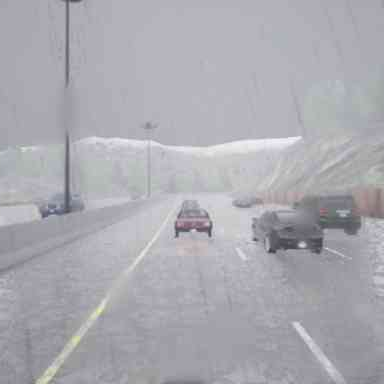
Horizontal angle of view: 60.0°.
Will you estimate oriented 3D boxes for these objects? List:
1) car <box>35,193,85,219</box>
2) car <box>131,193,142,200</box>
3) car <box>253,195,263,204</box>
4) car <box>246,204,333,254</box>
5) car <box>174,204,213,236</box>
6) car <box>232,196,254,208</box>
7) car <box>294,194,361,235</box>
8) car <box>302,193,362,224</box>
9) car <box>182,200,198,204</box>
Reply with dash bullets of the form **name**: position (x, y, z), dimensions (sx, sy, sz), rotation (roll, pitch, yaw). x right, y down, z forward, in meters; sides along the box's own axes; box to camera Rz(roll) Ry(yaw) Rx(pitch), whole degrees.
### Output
- **car**: position (-10.807, 1.091, 28.274), dimensions (2.150, 2.045, 5.566), rotation (0, 0, -1)
- **car**: position (-11.732, 0.997, 71.010), dimensions (1.837, 1.490, 4.892), rotation (0, 0, -1)
- **car**: position (9.826, 1.303, 52.074), dimensions (1.837, 1.490, 4.892), rotation (0, 1, -1)
- **car**: position (3.592, 1.456, 13.268), dimensions (1.837, 1.490, 4.892), rotation (0, 1, 0)
- **car**: position (0.049, 1.526, 17.851), dimensions (1.895, 1.301, 4.718), rotation (0, 0, -1)
- **car**: position (6.510, 1.390, 44.123), dimensions (1.994, 1.385, 4.181), rotation (0, 0, -1)
- **car**: position (7.073, 1.156, 18.301), dimensions (2.150, 2.045, 5.566), rotation (0, 0, -1)
- **car**: position (10.477, 1.131, 25.494), dimensions (2.150, 2.045, 5.566), rotation (0, 0, -1)
- **car**: position (-0.183, 1.416, 31.518), dimensions (2.033, 1.411, 5.357), rotation (0, 0, -1)
